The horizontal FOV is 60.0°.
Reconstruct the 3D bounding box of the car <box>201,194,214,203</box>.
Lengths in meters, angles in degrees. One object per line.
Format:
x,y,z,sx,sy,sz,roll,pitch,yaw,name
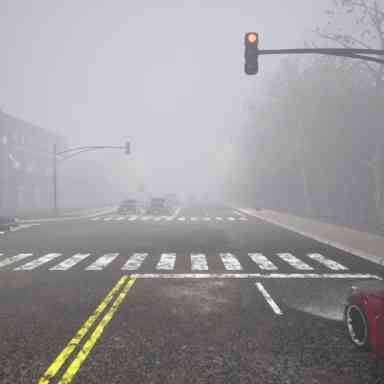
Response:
3.235,1.576,66.113,1.895,1.301,4.718,0,0,0,car

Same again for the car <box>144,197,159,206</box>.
-6.668,1.506,55.231,1.812,1.442,4.674,0,0,0,car

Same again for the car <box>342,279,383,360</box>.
3.347,1.563,3.531,1.994,1.385,4.181,0,0,0,car

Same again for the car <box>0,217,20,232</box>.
-12.091,1.702,18.062,4.718,1.301,1.895,-2,0,-4,car

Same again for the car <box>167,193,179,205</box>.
-3.425,1.202,53.965,2.150,2.045,5.566,0,0,1,car

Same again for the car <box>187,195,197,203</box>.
-0.014,1.327,66.420,2.097,1.767,4.553,0,0,0,car

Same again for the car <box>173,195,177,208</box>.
-3.411,1.533,43.607,2.033,1.411,5.357,0,0,1,car

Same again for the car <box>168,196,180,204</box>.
-3.406,1.523,64.569,2.033,1.411,5.357,0,0,0,car

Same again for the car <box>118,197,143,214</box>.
-6.653,1.494,35.675,1.837,1.490,4.892,0,0,0,car

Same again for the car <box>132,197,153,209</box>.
-6.663,1.476,45.098,2.128,1.511,4.902,0,0,0,car

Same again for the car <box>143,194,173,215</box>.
-3.403,1.341,34.133,2.097,1.767,4.553,0,0,0,car

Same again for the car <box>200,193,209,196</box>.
3.123,1.194,76.296,2.150,2.045,5.566,0,0,0,car
